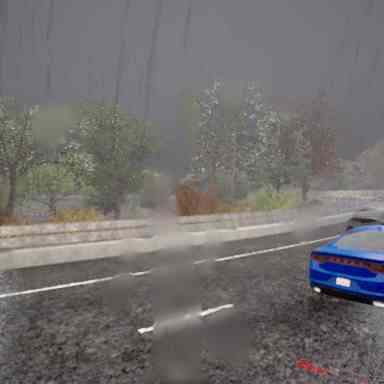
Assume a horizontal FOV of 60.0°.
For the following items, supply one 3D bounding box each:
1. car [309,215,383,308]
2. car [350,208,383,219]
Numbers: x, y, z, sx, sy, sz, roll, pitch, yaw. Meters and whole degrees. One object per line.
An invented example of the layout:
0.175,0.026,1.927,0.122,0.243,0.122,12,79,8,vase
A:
4.700,1.513,7.717,5.008,1.535,1.882,0,0,-39,car
9.528,1.581,16.940,4.892,1.490,1.837,0,0,-45,car
